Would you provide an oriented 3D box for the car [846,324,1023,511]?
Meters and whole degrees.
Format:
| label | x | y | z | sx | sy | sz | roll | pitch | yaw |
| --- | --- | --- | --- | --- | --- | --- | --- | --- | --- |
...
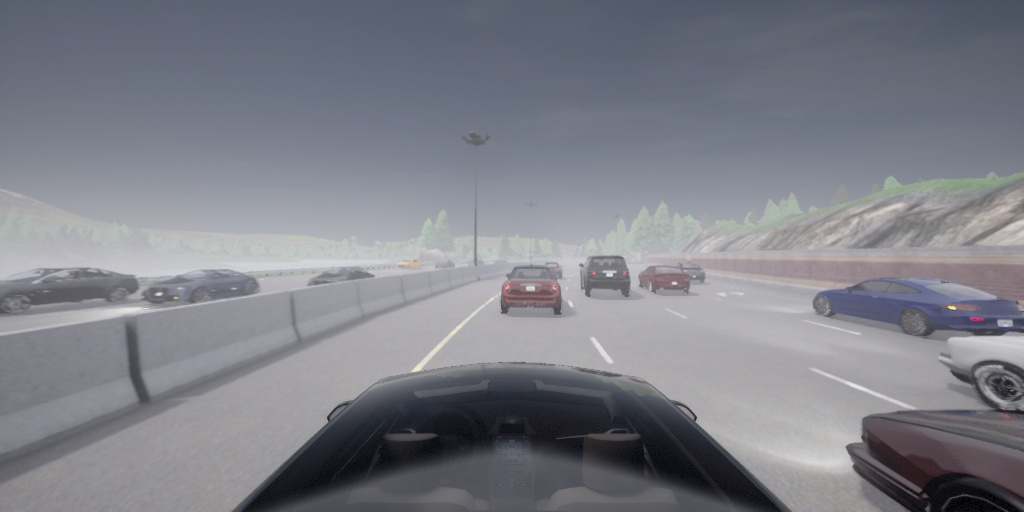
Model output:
| label | x | y | z | sx | sy | sz | roll | pitch | yaw |
| --- | --- | --- | --- | --- | --- | --- | --- | --- | --- |
| car | 3.628 | 1.309 | 0.377 | 2.033 | 1.411 | 5.357 | 0 | 0 | 0 |

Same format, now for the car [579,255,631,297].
| label | x | y | z | sx | sy | sz | roll | pitch | yaw |
| --- | --- | --- | --- | --- | --- | --- | --- | --- | --- |
| car | 4.906 | 0.976 | 19.373 | 2.150 | 2.045 | 5.566 | 0 | 0 | 8 |

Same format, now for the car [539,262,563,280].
| label | x | y | z | sx | sy | sz | roll | pitch | yaw |
| --- | --- | --- | --- | --- | --- | --- | --- | --- | --- |
| car | 3.601 | 1.268 | 32.722 | 1.812 | 1.442 | 4.674 | 0 | 0 | 10 |

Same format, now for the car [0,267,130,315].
| label | x | y | z | sx | sy | sz | roll | pitch | yaw |
| --- | --- | --- | --- | --- | --- | --- | --- | --- | --- |
| car | -17.013 | 1.182 | 13.306 | 2.128 | 1.511 | 4.902 | 0 | 0 | 5 |

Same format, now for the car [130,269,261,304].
| label | x | y | z | sx | sy | sz | roll | pitch | yaw |
| --- | --- | --- | --- | --- | --- | --- | --- | --- | --- |
| car | -13.281 | 1.265 | 15.648 | 1.994 | 1.385 | 4.181 | 0 | 0 | 5 |

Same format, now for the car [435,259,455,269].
| label | x | y | z | sx | sy | sz | roll | pitch | yaw |
| --- | --- | --- | --- | --- | --- | --- | --- | --- | --- |
| car | -10.240 | 1.212 | 54.983 | 1.812 | 1.442 | 4.674 | 0 | 0 | 11 |

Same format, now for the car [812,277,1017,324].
| label | x | y | z | sx | sy | sz | roll | pitch | yaw |
| --- | --- | --- | --- | --- | --- | --- | --- | --- | --- |
| car | 11.001 | 1.305 | 10.178 | 1.812 | 1.442 | 4.674 | 0 | 0 | 4 |

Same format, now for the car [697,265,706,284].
| label | x | y | z | sx | sy | sz | roll | pitch | yaw |
| --- | --- | --- | --- | --- | --- | --- | --- | --- | --- |
| car | 13.403 | 1.267 | 27.917 | 2.128 | 1.511 | 4.902 | 0 | 0 | 10 |

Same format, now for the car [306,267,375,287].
| label | x | y | z | sx | sy | sz | roll | pitch | yaw |
| --- | --- | --- | --- | --- | --- | --- | --- | --- | --- |
| car | -9.309 | 1.274 | 19.871 | 1.994 | 1.385 | 4.181 | 0 | 0 | 7 |

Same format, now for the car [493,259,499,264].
| label | x | y | z | sx | sy | sz | roll | pitch | yaw |
| --- | --- | --- | --- | --- | --- | --- | --- | --- | --- |
| car | -2.000 | 1.272 | 60.936 | 1.994 | 1.385 | 4.181 | 0 | 0 | 11 |

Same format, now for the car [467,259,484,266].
| label | x | y | z | sx | sy | sz | roll | pitch | yaw |
| --- | --- | --- | --- | --- | --- | --- | --- | --- | --- |
| car | -5.927 | 1.188 | 58.981 | 2.128 | 1.511 | 4.902 | 0 | 0 | 11 |

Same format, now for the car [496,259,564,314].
| label | x | y | z | sx | sy | sz | roll | pitch | yaw |
| --- | --- | --- | --- | --- | --- | --- | --- | --- | --- |
| car | 0.805 | 1.097 | 14.012 | 2.097 | 1.767 | 4.553 | 0 | 0 | 5 |

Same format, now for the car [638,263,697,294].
| label | x | y | z | sx | sy | sz | roll | pitch | yaw |
| --- | --- | --- | --- | --- | --- | --- | --- | --- | --- |
| car | 8.660 | 1.243 | 20.808 | 1.882 | 1.535 | 5.008 | 0 | 0 | 8 |

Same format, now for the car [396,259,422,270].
| label | x | y | z | sx | sy | sz | roll | pitch | yaw |
| --- | --- | --- | --- | --- | --- | --- | --- | --- | --- |
| car | -14.569 | 1.153 | 50.899 | 1.882 | 1.535 | 5.008 | 0 | 0 | 11 |

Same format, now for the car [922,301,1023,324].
| label | x | y | z | sx | sy | sz | roll | pitch | yaw |
| --- | --- | --- | --- | --- | --- | --- | --- | --- | --- |
| car | 7.168 | 1.372 | 3.057 | 1.895 | 1.301 | 4.718 | 0 | 0 | 1 |

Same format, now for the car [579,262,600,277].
| label | x | y | z | sx | sy | sz | roll | pitch | yaw |
| --- | --- | --- | --- | --- | --- | --- | --- | --- | --- |
| car | 7.956 | 1.318 | 37.050 | 1.994 | 1.385 | 4.181 | 0 | 0 | 10 |
